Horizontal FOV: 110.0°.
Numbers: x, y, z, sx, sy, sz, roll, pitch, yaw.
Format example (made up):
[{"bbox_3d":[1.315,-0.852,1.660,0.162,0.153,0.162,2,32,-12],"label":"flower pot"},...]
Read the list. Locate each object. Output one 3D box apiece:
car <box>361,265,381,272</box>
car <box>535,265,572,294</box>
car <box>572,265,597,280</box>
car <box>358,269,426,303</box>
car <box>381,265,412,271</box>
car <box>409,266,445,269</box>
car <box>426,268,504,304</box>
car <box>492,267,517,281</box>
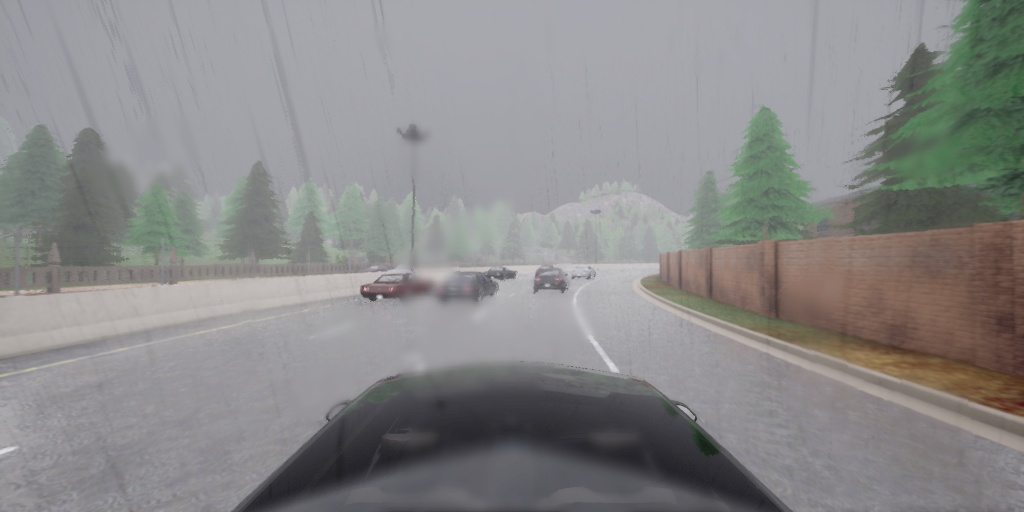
[{"bbox_3d":[-14.614,1.703,39.096,1.812,1.442,4.674,0,-1,20],"label":"car"},{"bbox_3d":[2.565,1.508,22.440,1.812,1.442,4.674,0,-1,13],"label":"car"},{"bbox_3d":[7.471,1.677,37.274,1.812,1.442,4.674,0,-1,23],"label":"car"},{"bbox_3d":[-5.478,1.529,18.028,1.895,1.301,4.718,0,-1,9],"label":"car"},{"bbox_3d":[-11.318,1.699,37.919,1.812,1.442,4.674,0,-1,20],"label":"car"},{"bbox_3d":[-8.032,1.800,36.712,1.895,1.301,4.718,0,-1,20],"label":"car"},{"bbox_3d":[-2.042,1.473,17.568,2.033,1.411,5.357,0,-1,10],"label":"car"},{"bbox_3d":[-1.046,1.719,34.846,1.895,1.301,4.718,0,-1,19],"label":"car"}]
